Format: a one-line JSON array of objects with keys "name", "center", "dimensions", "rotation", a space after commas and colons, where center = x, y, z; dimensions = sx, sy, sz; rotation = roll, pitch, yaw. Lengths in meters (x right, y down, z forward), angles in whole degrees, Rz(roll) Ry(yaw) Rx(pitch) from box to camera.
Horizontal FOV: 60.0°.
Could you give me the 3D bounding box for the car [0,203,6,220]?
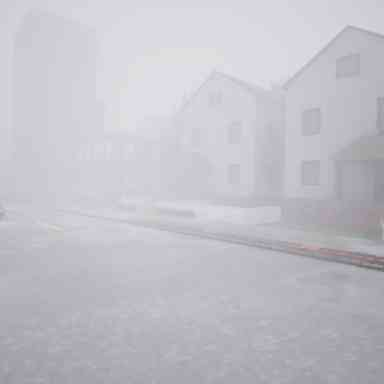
[{"name": "car", "center": [-12.955, 0.873, 20.224], "dimensions": [2.033, 1.411, 5.357], "rotation": [0, 1, -42]}]
